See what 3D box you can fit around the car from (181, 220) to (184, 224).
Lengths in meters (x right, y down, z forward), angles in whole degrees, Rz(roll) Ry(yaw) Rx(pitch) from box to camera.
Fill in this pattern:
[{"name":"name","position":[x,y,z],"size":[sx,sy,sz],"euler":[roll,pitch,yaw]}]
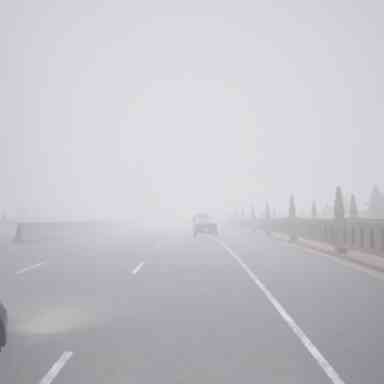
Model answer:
[{"name":"car","position":[-1.200,6.867,77.225],"size":[1.994,1.385,4.181],"euler":[1,-5,-10]}]

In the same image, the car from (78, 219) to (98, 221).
[{"name":"car","position":[-17.540,5.372,57.904],"size":[1.882,1.535,5.008],"euler":[0,-5,0]}]

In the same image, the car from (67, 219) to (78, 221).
[{"name":"car","position":[-21.041,5.458,58.752],"size":[2.128,1.511,4.902],"euler":[0,-5,1]}]

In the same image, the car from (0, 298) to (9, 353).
[{"name":"car","position":[-3.400,1.513,2.576],"size":[1.837,1.490,4.892],"euler":[0,0,0]}]

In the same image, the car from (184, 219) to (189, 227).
[{"name":"car","position":[-0.009,5.818,62.698],"size":[1.812,1.442,4.674],"euler":[0,-5,-2]}]

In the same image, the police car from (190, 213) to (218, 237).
[{"name":"police car","position":[1.052,2.794,27.242],"size":[1.930,1.638,5.238],"euler":[0,-5,0]}]
